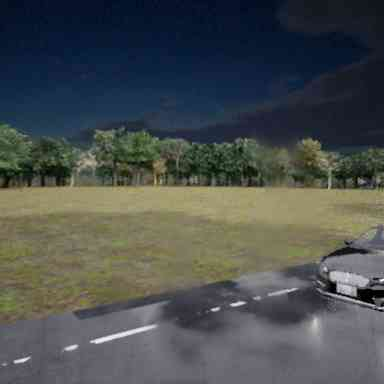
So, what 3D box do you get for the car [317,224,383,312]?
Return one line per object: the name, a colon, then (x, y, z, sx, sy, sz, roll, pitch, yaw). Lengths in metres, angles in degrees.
car: (4.760, 1.489, 7.387, 4.902, 1.511, 2.128, 0, 0, -36)
